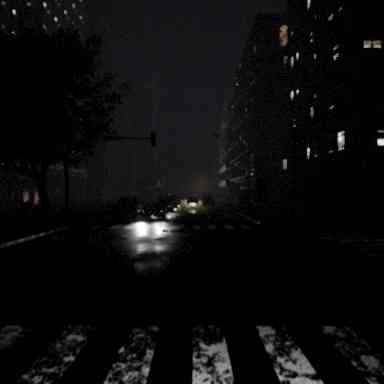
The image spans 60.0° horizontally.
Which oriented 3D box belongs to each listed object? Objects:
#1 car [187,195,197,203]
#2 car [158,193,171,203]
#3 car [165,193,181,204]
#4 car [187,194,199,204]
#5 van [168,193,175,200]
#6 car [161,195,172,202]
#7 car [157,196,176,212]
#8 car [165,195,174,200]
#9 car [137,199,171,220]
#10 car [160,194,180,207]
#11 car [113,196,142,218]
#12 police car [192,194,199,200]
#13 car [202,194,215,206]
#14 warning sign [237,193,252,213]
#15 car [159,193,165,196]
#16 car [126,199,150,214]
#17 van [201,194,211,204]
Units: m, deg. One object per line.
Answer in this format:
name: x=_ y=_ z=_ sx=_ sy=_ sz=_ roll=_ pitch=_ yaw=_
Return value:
car: x=0.011 y=1.439 z=69.512 sx=1.994 sy=1.385 sz=4.181 roll=0 pitch=0 yaw=0
car: x=-5.682 y=1.202 z=68.713 sx=2.192 sy=1.841 sz=5.009 roll=0 pitch=0 yaw=0
car: x=-3.034 y=1.253 z=55.914 sx=2.097 sy=1.767 sz=4.553 roll=0 pitch=0 yaw=0
car: x=0.109 y=1.498 z=58.657 sx=1.895 sy=1.301 sz=4.718 roll=0 pitch=0 yaw=0
van: x=-5.679 y=1.214 z=90.804 sx=1.690 sy=1.788 sz=3.998 roll=0 pitch=0 yaw=0
car: x=-5.681 y=1.434 z=74.237 sx=2.008 sy=1.369 sz=4.403 roll=0 pitch=0 yaw=0
car: x=-3.093 y=1.454 z=37.016 sx=1.812 sy=1.442 sz=4.674 roll=0 pitch=0 yaw=0
car: x=-5.679 y=1.427 z=85.282 sx=2.008 sy=1.369 sz=4.403 roll=0 pitch=0 yaw=0
car: x=-3.085 y=1.545 z=27.904 sx=1.895 sy=1.301 sz=4.718 roll=0 pitch=0 yaw=-1
car: x=-3.078 y=1.440 z=46.196 sx=1.812 sy=1.442 sz=4.674 roll=0 pitch=0 yaw=0
car: x=-5.688 y=1.255 z=30.053 sx=2.192 sy=1.841 sz=5.009 roll=0 pitch=0 yaw=0
police car: x=0.915 y=1.298 z=92.289 sx=1.930 sy=1.638 sz=5.238 roll=0 pitch=0 yaw=0
car: x=2.697 y=1.471 z=52.144 sx=1.947 sy=1.339 sz=4.313 roll=0 pitch=0 yaw=0
warning sign: x=5.074 y=1.052 z=32.176 sx=1.300 sy=1.860 sz=1.060 roll=0 pitch=0 yaw=0
car: x=-5.683 y=1.458 z=63.191 sx=1.947 sy=1.339 sz=4.313 roll=0 pitch=0 yaw=0
car: x=-5.686 y=1.497 z=35.577 sx=1.947 sy=1.339 sz=4.313 roll=0 pitch=0 yaw=0
van: x=2.698 y=1.233 z=63.190 sx=1.690 sy=1.788 sz=3.998 roll=0 pitch=0 yaw=0
